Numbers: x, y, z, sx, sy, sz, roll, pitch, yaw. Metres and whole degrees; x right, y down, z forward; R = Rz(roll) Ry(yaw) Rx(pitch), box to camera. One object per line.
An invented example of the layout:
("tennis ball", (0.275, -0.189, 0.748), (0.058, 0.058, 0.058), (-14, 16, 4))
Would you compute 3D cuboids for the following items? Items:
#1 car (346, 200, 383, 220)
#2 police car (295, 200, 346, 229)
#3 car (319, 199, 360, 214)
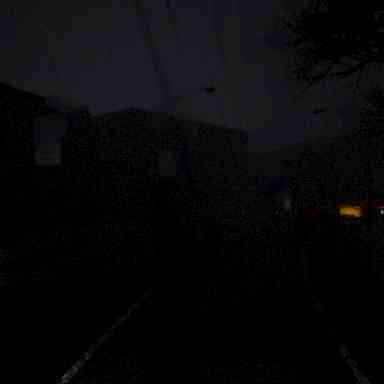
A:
("car", (14.474, 1.500, 28.619), (5.008, 1.535, 1.882), (1, 1, -42))
("police car", (8.331, 1.398, 21.744), (1.930, 1.638, 5.238), (1, 1, 35))
("car", (15.498, 1.522, 34.981), (4.181, 1.385, 1.994), (1, 1, -34))
